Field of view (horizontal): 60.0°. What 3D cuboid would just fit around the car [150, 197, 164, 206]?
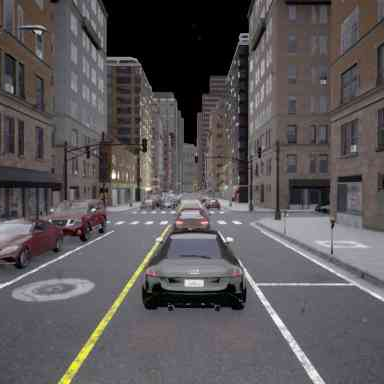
[{"bbox_3d":[-5.733,1.577,54.803,1.887,1.381,4.507,-1,0,0],"label":"car"}]

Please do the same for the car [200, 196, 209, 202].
[{"bbox_3d":[2.770,1.616,77.090,1.887,1.381,4.507,-1,0,0],"label":"car"}]

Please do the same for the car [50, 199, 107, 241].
[{"bbox_3d":[-5.696,1.315,16.673,2.192,1.841,5.009,-1,0,0],"label":"car"}]

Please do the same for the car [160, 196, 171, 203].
[{"bbox_3d":[-5.750,1.611,71.497,2.008,1.369,4.403,-1,0,0],"label":"car"}]

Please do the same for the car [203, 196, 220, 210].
[{"bbox_3d":[2.804,1.600,43.710,1.802,1.307,4.206,-1,0,0],"label":"car"}]

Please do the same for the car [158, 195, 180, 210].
[{"bbox_3d":[-3.143,1.511,44.373,2.128,1.511,4.902,0,0,0],"label":"car"}]

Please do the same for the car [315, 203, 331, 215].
[{"bbox_3d":[14.829,1.431,32.250,5.357,1.411,2.033,0,1,2],"label":"car"}]

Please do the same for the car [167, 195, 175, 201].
[{"bbox_3d":[-5.773,1.546,93.758,1.967,1.590,4.097,-1,0,0],"label":"car"}]

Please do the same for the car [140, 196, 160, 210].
[{"bbox_3d":[-5.721,1.600,43.673,1.802,1.307,4.206,-1,0,0],"label":"car"}]

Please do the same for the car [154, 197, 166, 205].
[{"bbox_3d":[-5.738,1.566,60.198,1.752,1.417,4.829,-1,0,0],"label":"car"}]

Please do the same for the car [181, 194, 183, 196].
[{"bbox_3d":[-3.118,1.572,63.506,1.812,1.442,4.674,0,0,0],"label":"car"}]

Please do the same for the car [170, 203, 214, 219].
[{"bbox_3d":[0.003,1.526,16.957,1.812,1.442,4.674,0,0,0],"label":"car"}]

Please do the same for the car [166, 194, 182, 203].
[{"bbox_3d":[-3.145,1.523,53.772,2.128,1.511,4.902,0,0,0],"label":"car"}]

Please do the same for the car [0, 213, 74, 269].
[{"bbox_3d":[-5.687,1.581,11.091,1.802,1.307,4.206,-1,0,0],"label":"car"}]

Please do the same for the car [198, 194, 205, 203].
[{"bbox_3d":[2.782,1.595,65.962,1.887,1.381,4.507,-1,0,0],"label":"car"}]

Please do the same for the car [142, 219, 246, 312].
[{"bbox_3d":[0.058,1.563,7.820,1.994,1.385,4.181,0,0,1],"label":"car"}]

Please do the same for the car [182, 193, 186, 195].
[{"bbox_3d":[-3.079,1.318,78.455,2.128,1.511,4.902,0,0,0],"label":"car"}]

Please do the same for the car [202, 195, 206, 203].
[{"bbox_3d":[2.798,1.550,49.443,1.752,1.417,4.829,-1,0,0],"label":"car"}]

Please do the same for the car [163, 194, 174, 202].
[{"bbox_3d":[-5.764,1.399,82.628,2.192,1.841,5.009,-1,0,0],"label":"car"}]
